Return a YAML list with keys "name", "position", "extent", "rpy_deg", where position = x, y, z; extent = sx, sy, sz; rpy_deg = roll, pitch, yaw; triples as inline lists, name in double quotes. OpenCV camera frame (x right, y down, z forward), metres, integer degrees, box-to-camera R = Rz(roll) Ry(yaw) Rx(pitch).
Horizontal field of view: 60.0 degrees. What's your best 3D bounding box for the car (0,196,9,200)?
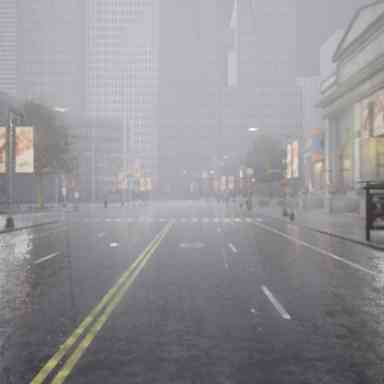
- name: "car"
  position: [-46.013, 2.150, 78.258]
  extent: [4.674, 1.452, 2.002]
  rpy_deg: [0, -1, 0]
